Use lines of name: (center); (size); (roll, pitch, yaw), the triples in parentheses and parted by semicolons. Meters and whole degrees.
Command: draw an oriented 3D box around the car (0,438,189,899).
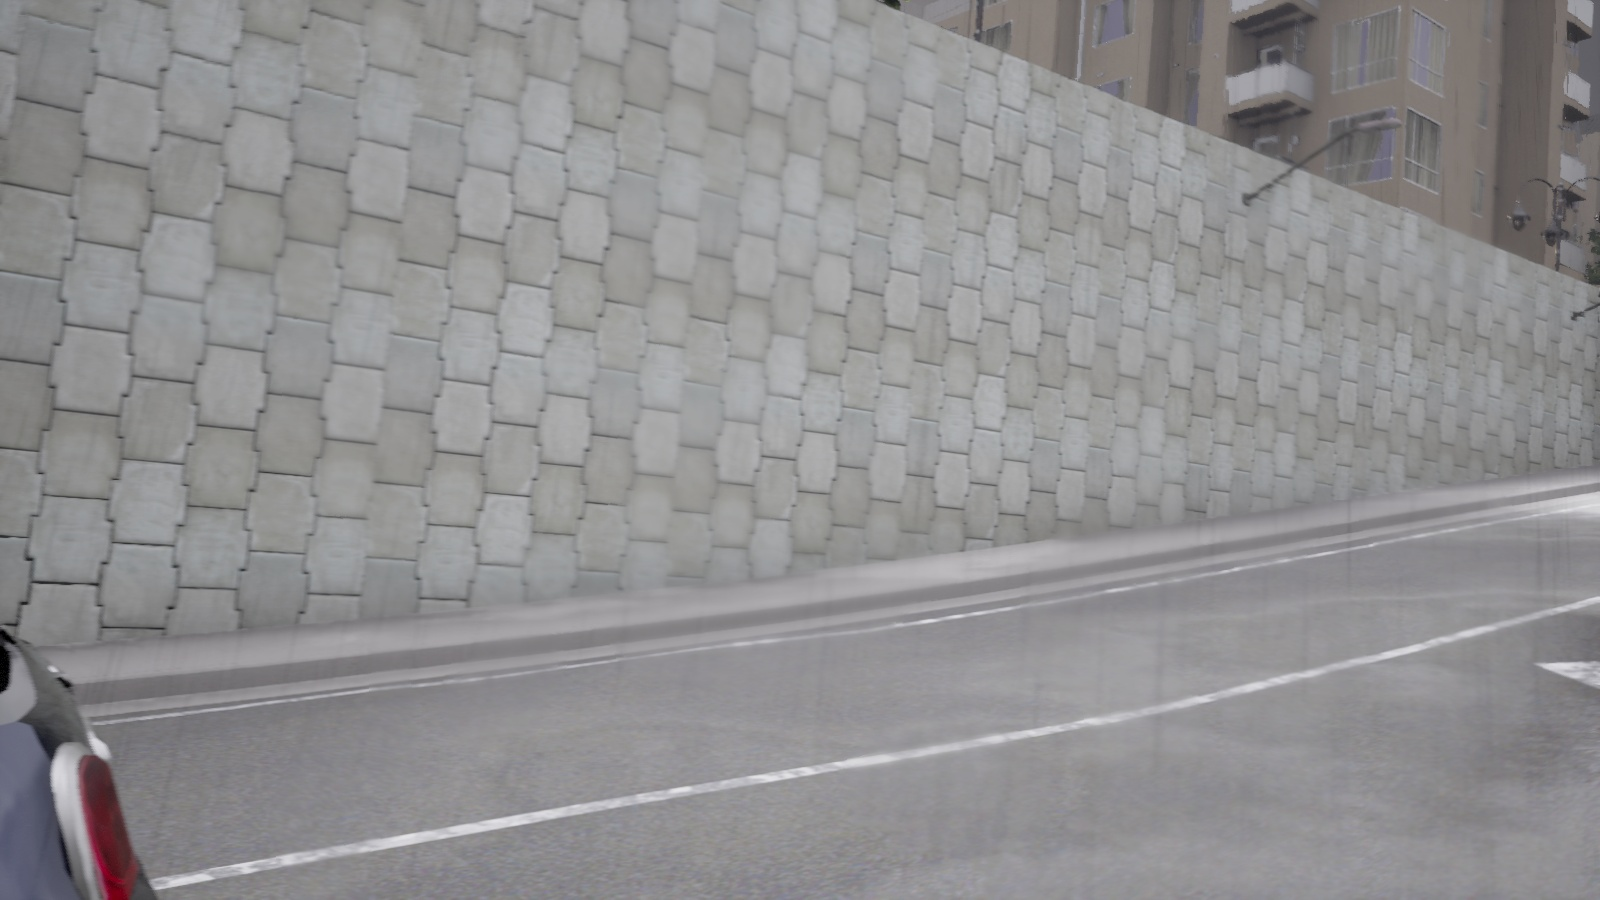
car: (-3.020, 0.724, 1.564); (3.806, 1.475, 1.970); (0, 0, -35)
